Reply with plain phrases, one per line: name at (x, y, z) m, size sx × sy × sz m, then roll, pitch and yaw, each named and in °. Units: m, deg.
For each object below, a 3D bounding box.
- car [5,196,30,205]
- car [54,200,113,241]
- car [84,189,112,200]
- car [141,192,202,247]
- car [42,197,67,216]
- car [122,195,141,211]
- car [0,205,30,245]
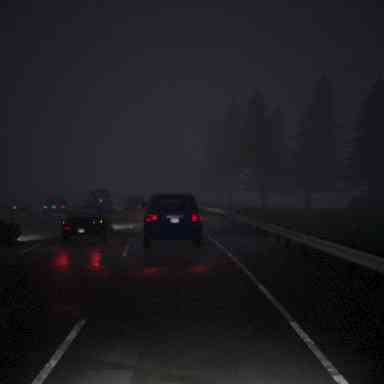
car at (-16.230, 1.076, 31.005) m, size 1.812 × 1.442 × 4.674 m, roll 0°, pitch 1°, yaw -21°
car at (-4.735, 1.302, 15.370) m, size 1.812 × 1.442 × 4.674 m, roll 0°, pitch 1°, yaw -9°
car at (-8.645, 0.778, 30.772) m, size 2.150 × 2.045 × 5.566 m, roll 0°, pitch 1°, yaw -20°
car at (-0.958, 1.018, 14.067) m, size 2.150 × 2.045 × 5.566 m, roll 0°, pitch 1°, yaw -8°
car at (-11.198, 1.149, 27.502) m, size 2.033 × 1.411 × 5.357 m, roll 0°, pitch 1°, yaw -18°
car at (-5.727, 1.031, 32.836) m, size 1.837 × 1.490 × 4.892 m, roll 0°, pitch 1°, yaw -21°
car at (-7.621, 1.385, 11.154) m, size 2.033 × 1.411 × 5.357 m, roll 0°, pitch 1°, yaw -6°
